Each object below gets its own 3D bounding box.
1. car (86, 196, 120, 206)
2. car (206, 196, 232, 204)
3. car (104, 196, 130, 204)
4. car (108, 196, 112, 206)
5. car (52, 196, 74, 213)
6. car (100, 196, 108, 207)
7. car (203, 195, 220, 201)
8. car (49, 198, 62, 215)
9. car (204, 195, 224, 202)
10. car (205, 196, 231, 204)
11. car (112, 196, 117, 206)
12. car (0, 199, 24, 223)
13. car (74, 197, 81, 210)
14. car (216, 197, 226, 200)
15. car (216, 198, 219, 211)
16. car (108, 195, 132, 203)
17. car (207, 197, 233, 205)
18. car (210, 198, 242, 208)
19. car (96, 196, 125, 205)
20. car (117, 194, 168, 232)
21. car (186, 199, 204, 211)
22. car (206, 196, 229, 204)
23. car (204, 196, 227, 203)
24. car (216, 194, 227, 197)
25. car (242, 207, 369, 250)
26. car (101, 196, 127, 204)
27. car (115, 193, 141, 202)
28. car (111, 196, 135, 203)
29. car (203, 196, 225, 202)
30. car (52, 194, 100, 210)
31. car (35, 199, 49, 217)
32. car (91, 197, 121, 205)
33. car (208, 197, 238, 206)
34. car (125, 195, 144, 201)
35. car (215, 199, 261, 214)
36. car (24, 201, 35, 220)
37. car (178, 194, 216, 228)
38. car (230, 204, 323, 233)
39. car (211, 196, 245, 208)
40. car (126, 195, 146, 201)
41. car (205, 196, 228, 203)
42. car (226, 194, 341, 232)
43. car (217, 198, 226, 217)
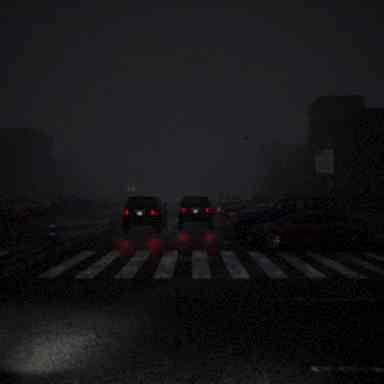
[{"bbox_3d":[-15.061,1.527,56.482,5.366,1.575,1.946,0,0,0],"label":"car"},{"bbox_3d":[5.188,1.582,63.943,4.892,1.521,2.231,0,0,1],"label":"car"},{"bbox_3d":[-15.201,1.600,67.512,4.792,1.488,2.163,0,0,0],"label":"car"},{"bbox_3d":[-15.306,1.547,50.964,4.792,1.488,2.163,0,0,0],"label":"car"},{"bbox_3d":[-15.351,1.508,34.422,5.008,1.535,2.097,0,0,0],"label":"car"},{"bbox_3d":[-15.476,1.509,48.207,5.366,1.575,1.946,0,0,0],"label":"car"},{"bbox_3d":[5.392,1.610,91.856,4.553,1.767,2.185,0,0,0],"label":"car"},{"bbox_3d":[-15.367,1.551,31.665,4.674,1.452,2.002,0,0,0],"label":"car"},{"bbox_3d":[5.299,1.538,80.734,4.553,1.767,2.185,0,0,0],"label":"car"},{"bbox_3d":[5.200,1.592,66.722,5.008,1.535,2.097,0,0,0],"label":"car"},{"bbox_3d":[-15.449,1.519,53.721,5.366,1.575,1.946,0,0,0],"label":"car"},{"bbox_3d":[-15.380,1.268,23.391,5.566,2.045,2.435,0,0,0],"label":"car"},{"bbox_3d":[-15.346,1.546,37.179,4.674,1.452,2.002,0,0,0],"label":"car"},{"bbox_3d":[5.103,1.513,33.373,5.366,1.575,1.946,0,0,0],"label":"car"},{"bbox_3d":[4.922,1.544,30.596,4.792,1.488,2.163,0,0,1],"label":"car"},{"bbox_3d":[-15.122,1.458,70.269,4.553,1.767,2.185,0,0,0],"label":"car"},{"bbox_3d":[5.156,1.611,61.289,4.674,1.452,2.002,0,0,0],"label":"car"},{"bbox_3d":[5.060,1.578,50.174,4.674,1.452,2.002,0,0,0],"label":"car"},{"bbox_3d":[-15.180,1.577,61.996,4.792,1.488,2.163,0,0,0],"label":"car"},{"bbox_3d":[-2.788,1.245,20.505,2.150,2.045,5.566,0,0,0],"label":"car"},{"bbox_3d":[0.379,1.586,41.720,2.033,1.411,5.357,0,0,0],"label":"car"},{"bbox_3d":[5.260,1.634,69.626,4.792,1.488,2.163,0,0,0],"label":"car"},{"bbox_3d":[5.284,1.632,75.184,5.008,1.535,2.097,0,0,0],"label":"car"},{"bbox_3d":[5.042,1.275,44.492,5.566,2.045,2.435,0,0,0],"label":"car"},{"bbox_3d":[4.756,1.535,13.927,4.792,1.488,2.163,0,0,0],"label":"car"},{"bbox_3d":[-15.188,1.599,64.718,4.674,1.452,2.002,0,0,0],"label":"car"},{"bbox_3d":[-15.126,1.380,78.541,5.566,2.045,2.435,0,0,0],"label":"car"},{"bbox_3d":[-15.129,1.598,73.025,5.008,1.535,2.097,0,0,0],"label":"car"},{"bbox_3d":[5.535,1.677,83.393,5.366,1.575,1.946,0,0,0],"label":"car"},{"bbox_3d":[-15.288,1.255,42.693,5.566,2.045,2.435,0,0,0],"label":"car"},{"bbox_3d":[-15.380,1.554,28.777,4.674,1.452,2.002,0,0,0],"label":"car"},{"bbox_3d":[-15.198,1.568,59.240,4.792,1.488,2.163,0,0,0],"label":"car"},{"bbox_3d":[5.118,1.553,55.730,4.892,1.521,2.231,0,0,0],"label":"car"},{"bbox_3d":[-15.073,1.561,86.812,4.553,1.767,2.185,0,0,0],"label":"car"},{"bbox_3d":[4.912,1.547,36.154,4.792,1.488,2.163,0,0,0],"label":"car"},{"bbox_3d":[-15.364,1.391,26.149,4.553,1.767,2.185,0,0,0],"label":"car"},{"bbox_3d":[0.226,1.249,22.580,2.150,2.045,5.566,0,0,0],"label":"car"},{"bbox_3d":[4.810,1.511,19.486,4.892,1.521,2.231,0,0,0],"label":"car"},{"bbox_3d":[5.070,1.406,47.304,4.553,1.767,2.185,0,0,0],"label":"car"},{"bbox_3d":[-15.018,1.705,89.568,5.008,1.535,2.097,0,0,0],"label":"car"},{"bbox_3d":[5.248,1.620,72.404,4.892,1.521,2.231,0,0,0],"label":"car"},{"bbox_3d":[4.773,1.257,16.707,5.566,2.045,2.435,0,0,0],"label":"car"},{"bbox_3d":[4.876,1.514,27.941,5.008,1.535,2.097,0,0,0],"label":"car"}]
